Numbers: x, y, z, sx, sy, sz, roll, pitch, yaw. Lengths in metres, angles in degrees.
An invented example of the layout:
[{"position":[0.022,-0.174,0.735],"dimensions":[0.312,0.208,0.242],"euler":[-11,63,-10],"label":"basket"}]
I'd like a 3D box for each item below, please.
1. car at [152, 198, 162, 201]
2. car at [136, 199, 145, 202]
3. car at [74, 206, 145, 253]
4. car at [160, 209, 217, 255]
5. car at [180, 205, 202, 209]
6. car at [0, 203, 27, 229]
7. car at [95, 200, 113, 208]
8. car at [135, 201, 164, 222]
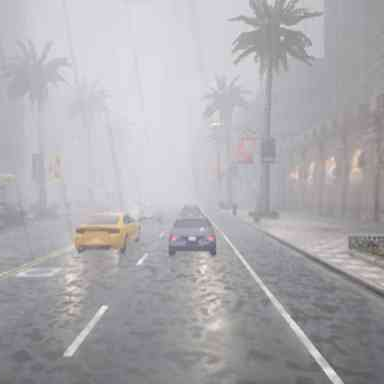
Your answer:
[{"position":[-7.526,2.019,71.882],"dimensions":[2.097,1.767,4.553],"euler":[0,-1,-1],"label":"car"},{"position":[-11.026,2.186,71.900],"dimensions":[1.812,1.442,4.674],"euler":[0,-1,-1],"label":"car"},{"position":[-3.466,1.613,14.465],"dimensions":[1.882,1.535,5.008],"euler":[0,0,0],"label":"car"},{"position":[0.027,1.678,13.959],"dimensions":[2.033,1.411,5.357],"euler":[0,0,0],"label":"car"},{"position":[-0.070,1.838,29.389],"dimensions":[1.994,1.385,4.181],"euler":[0,0,0],"label":"car"},{"position":[-13.613,1.573,23.501],"dimensions":[2.185,1.767,4.553],"euler":[0,-1,-1],"label":"car"},{"position":[-13.912,1.972,52.872],"dimensions":[2.231,1.521,4.892],"euler":[0,-1,-1],"label":"car"},{"position":[-3.570,1.799,29.395],"dimensions":[1.812,1.442,4.674],"euler":[0,0,0],"label":"car"}]
